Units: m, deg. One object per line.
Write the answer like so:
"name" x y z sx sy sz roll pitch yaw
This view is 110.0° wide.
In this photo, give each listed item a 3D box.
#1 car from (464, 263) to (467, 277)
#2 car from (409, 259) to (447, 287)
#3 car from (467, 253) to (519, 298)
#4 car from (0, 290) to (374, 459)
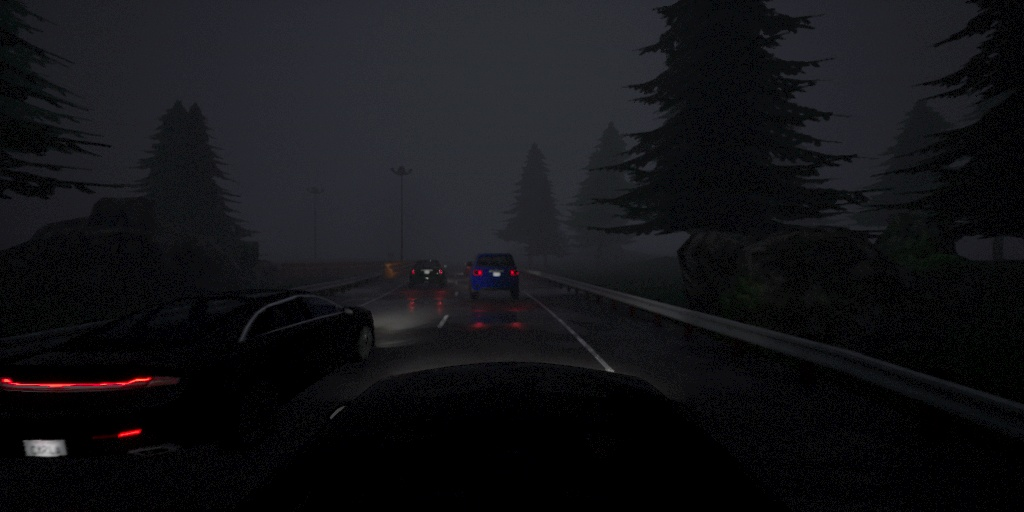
"car" -3.406 1.132 33.260 1.994 1.385 4.181 0 0 -10
"car" -5.314 0.979 23.223 2.097 1.767 4.553 0 0 -8
"car" -1.008 0.876 17.878 2.150 2.045 5.566 0 0 -8
"car" -3.576 1.222 5.130 2.128 1.511 4.902 0 0 -1
